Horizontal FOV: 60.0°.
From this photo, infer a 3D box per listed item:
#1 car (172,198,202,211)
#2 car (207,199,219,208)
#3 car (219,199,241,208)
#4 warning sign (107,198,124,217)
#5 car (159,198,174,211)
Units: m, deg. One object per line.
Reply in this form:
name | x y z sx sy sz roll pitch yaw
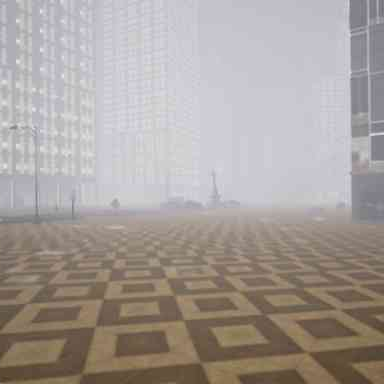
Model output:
car | -0.372 2.002 49.063 1.882 1.535 5.008 -1 -1 34
car | 4.655 2.167 63.069 1.837 1.490 4.892 -1 -1 31
car | 7.434 2.108 61.385 2.128 1.511 4.902 -1 -1 31
warning sign | -7.646 1.489 33.275 1.300 1.860 1.060 -1 0 34
car | -3.130 2.094 50.784 1.812 1.442 4.674 -1 -1 33
